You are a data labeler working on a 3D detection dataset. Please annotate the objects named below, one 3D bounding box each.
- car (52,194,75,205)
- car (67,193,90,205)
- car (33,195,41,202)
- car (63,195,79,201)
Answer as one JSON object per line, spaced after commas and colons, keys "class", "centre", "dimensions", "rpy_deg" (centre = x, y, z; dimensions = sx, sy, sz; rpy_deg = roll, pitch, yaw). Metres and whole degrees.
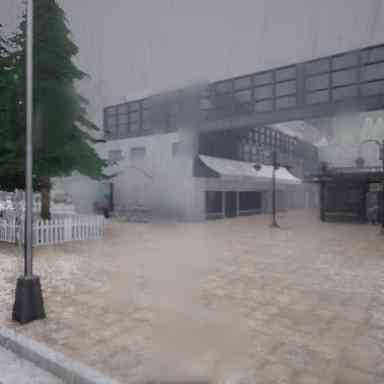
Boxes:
{"class": "car", "centre": [-20.915, 1.173, 54.635], "dimensions": [4.605, 1.855, 1.932], "rpy_deg": [0, 0, 36]}
{"class": "car", "centre": [-19.530, 1.160, 57.222], "dimensions": [3.866, 1.878, 1.905], "rpy_deg": [0, 0, 36]}
{"class": "car", "centre": [-32.069, 1.387, 70.723], "dimensions": [4.514, 1.523, 2.007], "rpy_deg": [0, 0, 36]}
{"class": "car", "centre": [-30.993, 1.481, 85.331], "dimensions": [3.806, 1.475, 1.970], "rpy_deg": [0, 0, 36]}
